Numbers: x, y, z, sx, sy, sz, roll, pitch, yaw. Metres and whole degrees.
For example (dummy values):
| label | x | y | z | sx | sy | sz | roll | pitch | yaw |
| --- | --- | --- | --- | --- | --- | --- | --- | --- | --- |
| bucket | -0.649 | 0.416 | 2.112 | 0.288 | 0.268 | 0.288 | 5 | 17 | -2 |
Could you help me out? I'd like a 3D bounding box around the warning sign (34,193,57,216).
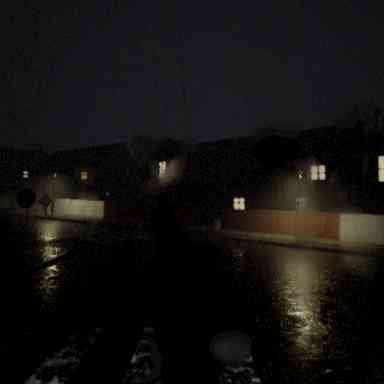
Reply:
| label | x | y | z | sx | sy | sz | roll | pitch | yaw |
| --- | --- | --- | --- | --- | --- | --- | --- | --- | --- |
| warning sign | -12.292 | 1.054 | 27.948 | 1.060 | 1.860 | 1.300 | -1 | 0 | 32 |
